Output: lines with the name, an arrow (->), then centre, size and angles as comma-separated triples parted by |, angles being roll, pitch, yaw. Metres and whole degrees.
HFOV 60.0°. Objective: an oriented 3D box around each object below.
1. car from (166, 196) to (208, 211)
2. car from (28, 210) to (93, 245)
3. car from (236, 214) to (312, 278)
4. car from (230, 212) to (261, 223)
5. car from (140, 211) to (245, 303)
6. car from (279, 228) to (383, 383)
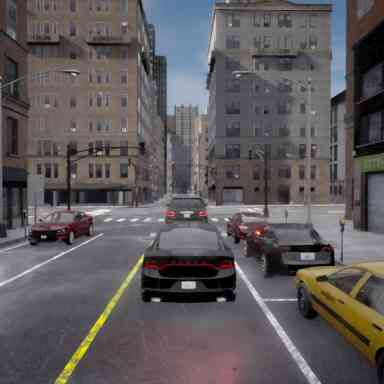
car -> -0.284, 1.215, 18.423 | 2.150, 2.045, 5.566 | 0, 0, -1
car -> -5.913, 1.539, 15.432 | 1.887, 1.381, 4.507 | -1, 0, -1
car -> 2.719, 1.562, 9.985 | 1.947, 1.339, 4.313 | -1, 0, -1
car -> 2.631, 1.576, 15.570 | 1.802, 1.307, 4.206 | -1, 0, -1
car -> -0.079, 1.475, 8.292 | 1.882, 1.535, 5.008 | 0, 0, 0
car -> 2.803, 1.524, 4.569 | 1.752, 1.417, 4.829 | -1, 0, -1
